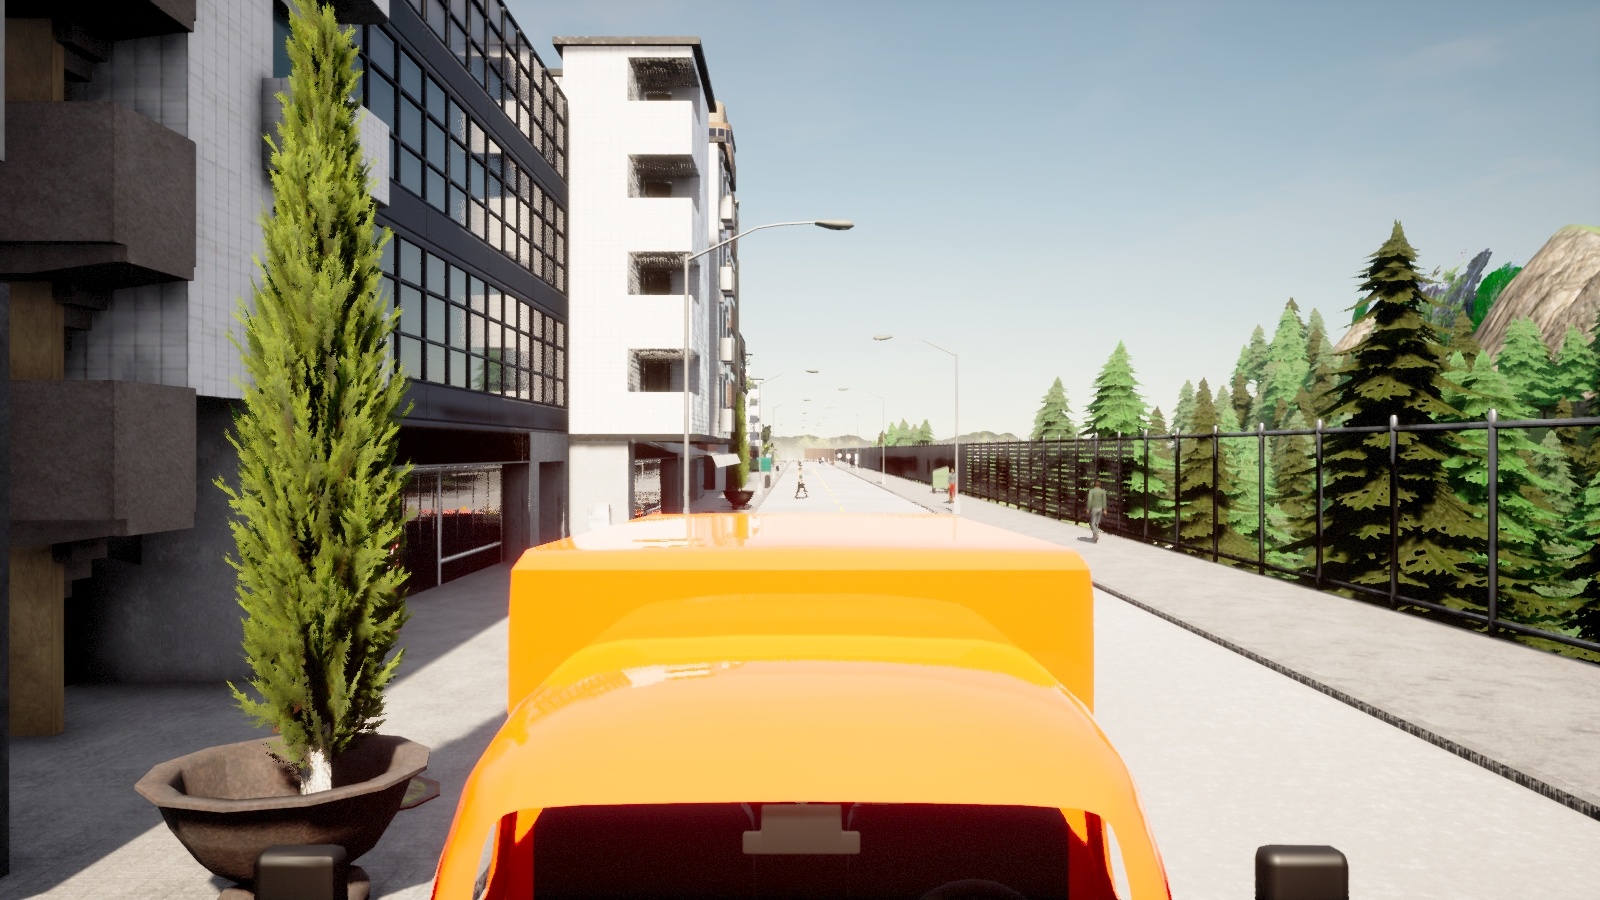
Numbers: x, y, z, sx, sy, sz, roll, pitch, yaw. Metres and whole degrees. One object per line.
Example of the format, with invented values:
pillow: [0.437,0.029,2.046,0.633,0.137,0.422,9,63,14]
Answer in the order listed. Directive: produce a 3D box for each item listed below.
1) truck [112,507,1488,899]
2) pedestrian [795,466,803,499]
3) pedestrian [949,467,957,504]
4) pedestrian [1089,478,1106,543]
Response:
truck: [0.000,1.577,4.777,2.627,2.467,5.204,0,-1,0]
pedestrian: [-0.062,1.874,65.218,0.375,1.860,0.375,0,0,26]
pedestrian: [7.675,1.767,57.374,0.375,1.860,0.375,0,0,0]
pedestrian: [8.633,1.758,33.126,0.375,1.860,0.375,0,0,-3]
